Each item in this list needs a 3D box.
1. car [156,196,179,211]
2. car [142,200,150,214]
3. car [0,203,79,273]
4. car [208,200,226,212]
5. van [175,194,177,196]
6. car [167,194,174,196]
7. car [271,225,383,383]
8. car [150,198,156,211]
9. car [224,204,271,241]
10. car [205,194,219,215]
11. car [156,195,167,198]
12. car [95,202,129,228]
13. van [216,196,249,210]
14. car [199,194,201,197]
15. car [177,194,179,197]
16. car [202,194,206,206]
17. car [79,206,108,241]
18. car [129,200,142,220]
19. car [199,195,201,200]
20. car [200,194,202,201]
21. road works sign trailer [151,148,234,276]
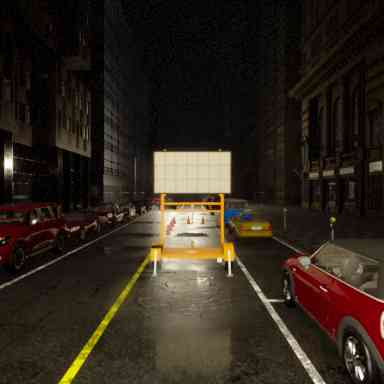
[{"bbox_3d":[-2.935,1.570,40.420,1.994,1.385,4.181,0,0,0],"label":"car"},{"bbox_3d":[-5.712,1.569,33.253,1.947,1.339,4.313,0,0,0],"label":"car"},{"bbox_3d":[-5.750,1.314,10.845,2.192,1.841,5.009,0,0,0],"label":"car"},{"bbox_3d":[2.823,1.588,38.854,1.802,1.307,4.206,0,0,0],"label":"car"},{"bbox_3d":[-5.619,1.380,89.275,1.690,1.788,3.998,0,0,0],"label":"van"},{"bbox_3d":[-5.647,1.467,72.468,1.967,1.590,4.097,0,0,0],"label":"car"},{"bbox_3d":[2.766,1.440,5.243,1.967,1.590,4.097,0,0,0],"label":"car"},{"bbox_3d":[-5.702,1.571,38.855,1.947,1.339,4.313,0,0,0],"label":"car"},{"bbox_3d":[2.785,1.525,16.617,1.752,1.417,4.829,0,0,0],"label":"car"},{"bbox_3d":[2.812,1.319,33.252,2.192,1.841,5.009,0,0,0],"label":"car"},{"bbox_3d":[-5.675,1.560,55.662,1.887,1.381,4.507,0,0,0],"label":"car"},{"bbox_3d":[-5.731,1.440,22.049,1.967,1.590,4.097,0,0,0],"label":"car"},{"bbox_3d":[2.794,1.341,22.049,1.690,1.788,3.998,0,0,0],"label":"van"},{"bbox_3d":[2.869,1.464,66.862,1.967,1.590,4.097,0,0,0],"label":"car"},{"bbox_3d":[-5.609,1.588,94.877,1.887,1.381,4.507,0,0,0],"label":"car"},{"bbox_3d":[2.831,1.324,44.455,2.192,1.841,5.009,0,0,0],"label":"car"},{"bbox_3d":[-5.740,1.581,16.447,1.802,1.307,4.206,0,0,0],"label":"car"},{"bbox_3d":[-5.721,1.552,27.651,2.008,1.369,4.403,0,0,0],"label":"car"},{"bbox_3d":[2.860,1.586,61.260,1.947,1.339,4.313,0,0,0],"label":"car"},{"bbox_3d":[2.850,1.456,55.659,1.967,1.590,4.097,0,0,0],"label":"car"},{"bbox_3d":[0.014,0.464,10.292,2.380,3.560,2.880,0,0,0],"label":"road works sign trailer"}]
